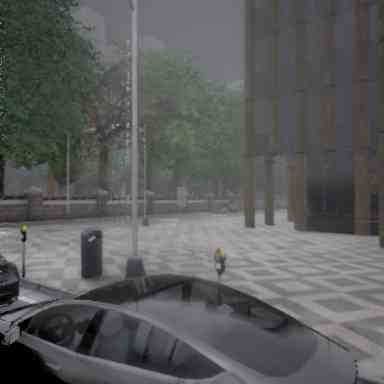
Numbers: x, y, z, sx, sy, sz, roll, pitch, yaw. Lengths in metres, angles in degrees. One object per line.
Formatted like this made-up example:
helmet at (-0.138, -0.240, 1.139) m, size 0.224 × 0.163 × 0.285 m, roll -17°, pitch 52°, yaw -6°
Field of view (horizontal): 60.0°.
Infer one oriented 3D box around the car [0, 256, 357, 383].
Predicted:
car at (-0.638, 1.566, 3.420) m, size 4.313 × 1.339 × 1.947 m, roll 0°, pitch 0°, yaw 35°

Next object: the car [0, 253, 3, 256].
car at (-5.127, 1.551, 6.621) m, size 4.403 × 1.369 × 2.008 m, roll 0°, pitch 0°, yaw 35°

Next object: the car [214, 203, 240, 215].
car at (4.962, 2.382, 46.462) m, size 1.837 × 1.490 × 4.892 m, roll 0°, pitch -2°, yaw 36°
